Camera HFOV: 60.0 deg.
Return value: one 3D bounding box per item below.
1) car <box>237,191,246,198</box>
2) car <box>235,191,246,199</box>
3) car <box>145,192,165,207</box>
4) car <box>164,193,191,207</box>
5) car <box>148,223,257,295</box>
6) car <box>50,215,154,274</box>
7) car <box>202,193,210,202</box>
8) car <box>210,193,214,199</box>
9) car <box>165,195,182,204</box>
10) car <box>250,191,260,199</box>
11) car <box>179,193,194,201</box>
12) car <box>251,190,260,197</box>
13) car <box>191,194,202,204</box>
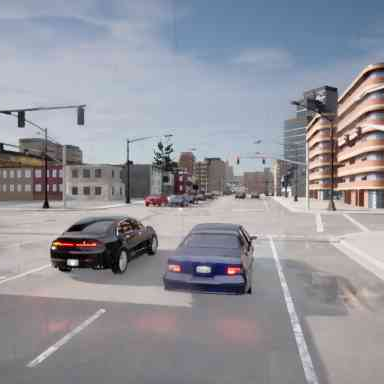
[{"bbox_3d":[12.964,0.552,86.667,2.097,1.767,4.553,0,1,11],"label":"car"},{"bbox_3d":[11.072,0.901,77.014,1.994,1.385,4.181,0,1,11],"label":"car"},{"bbox_3d":[-5.169,1.080,49.305,2.150,2.045,5.566,0,1,11],"label":"car"},{"bbox_3d":[-1.961,1.222,47.430,2.097,1.767,4.553,0,1,11],"label":"car"},{"bbox_3d":[0.705,1.547,8.902,2.033,1.411,5.357,0,0,11],"label":"car"},{"bbox_3d":[-2.513,1.505,10.645,1.837,1.490,4.892,0,0,11],"label":"car"},{"bbox_3d":[1.747,1.119,65.991,2.033,1.411,5.357,0,1,12],"label":"car"},{"bbox_3d":[3.786,0.862,76.232,1.882,1.535,5.008,0,1,11],"label":"car"},{"bbox_3d":[-3.270,1.238,58.863,1.812,1.442,4.674,0,1,12],"label":"car"},{"bbox_3d":[14.320,0.880,75.389,2.128,1.511,4.902,0,1,11],"label":"car"},{"bbox_3d":[-1.152,1.073,69.237,2.033,1.411,5.357,0,1,11],"label":"car"},{"bbox_3d":[16.320,0.464,85.594,2.097,1.767,4.553,0,1,11],"label":"car"},{"bbox_3d":[-0.204,1.235,56.341,2.128,1.511,4.902,0,1,11],"label":"car"}]
